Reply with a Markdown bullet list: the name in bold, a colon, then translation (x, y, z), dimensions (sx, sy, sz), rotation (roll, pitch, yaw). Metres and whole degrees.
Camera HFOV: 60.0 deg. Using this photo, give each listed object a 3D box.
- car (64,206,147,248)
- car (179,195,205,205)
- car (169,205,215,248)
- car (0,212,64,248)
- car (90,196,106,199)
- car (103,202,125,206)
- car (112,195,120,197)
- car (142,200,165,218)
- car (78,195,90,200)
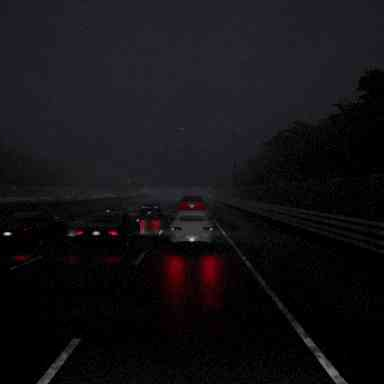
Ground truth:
- **car**: translation (-3.500, 1.557, 14.653), dimensions (2.033, 1.411, 5.357), rotation (0, 0, 0)
- **car**: translation (0.000, 1.244, 29.683), dimensions (2.150, 2.045, 5.566), rotation (0, 0, 0)
- **car**: translation (0.000, 1.526, 14.653), dimensions (1.812, 1.442, 4.674), rotation (0, 0, 0)
- **car**: translation (-7.000, 1.566, 14.653), dimensions (1.994, 1.385, 4.181), rotation (0, 0, 0)
- **car**: translation (-20.999, 1.494, 75.911), dimensions (1.895, 1.301, 4.718), rotation (0, 0, 0)
- **car**: translation (-7.000, 1.558, 29.655), dimensions (1.994, 1.385, 4.181), rotation (0, 0, 0)
- **car**: translation (-17.499, 1.423, 75.941), dimensions (1.812, 1.442, 4.674), rotation (0, 0, 0)
- **car**: translation (-3.500, 1.481, 29.654), dimensions (2.128, 1.511, 4.902), rotation (0, 0, 0)
- **car**: translation (-24.499, 1.399, 75.941), dimensions (1.837, 1.490, 4.892), rotation (0, 0, 0)
